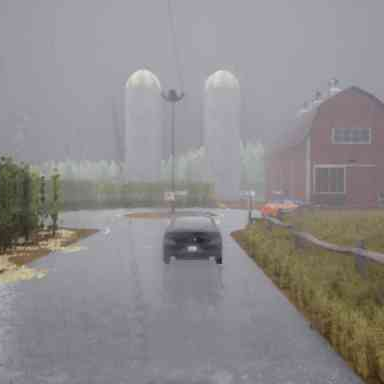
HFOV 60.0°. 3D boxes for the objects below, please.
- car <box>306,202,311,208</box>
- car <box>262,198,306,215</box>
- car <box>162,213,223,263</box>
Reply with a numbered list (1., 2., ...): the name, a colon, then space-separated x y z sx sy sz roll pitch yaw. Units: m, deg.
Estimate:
1. car: 10.456 1.493 35.879 4.674 1.442 1.812 0 1 7
2. car: 8.014 1.335 29.314 2.097 1.767 4.553 0 0 38
3. car: 0.045 1.494 12.136 1.882 1.535 5.008 0 0 1
